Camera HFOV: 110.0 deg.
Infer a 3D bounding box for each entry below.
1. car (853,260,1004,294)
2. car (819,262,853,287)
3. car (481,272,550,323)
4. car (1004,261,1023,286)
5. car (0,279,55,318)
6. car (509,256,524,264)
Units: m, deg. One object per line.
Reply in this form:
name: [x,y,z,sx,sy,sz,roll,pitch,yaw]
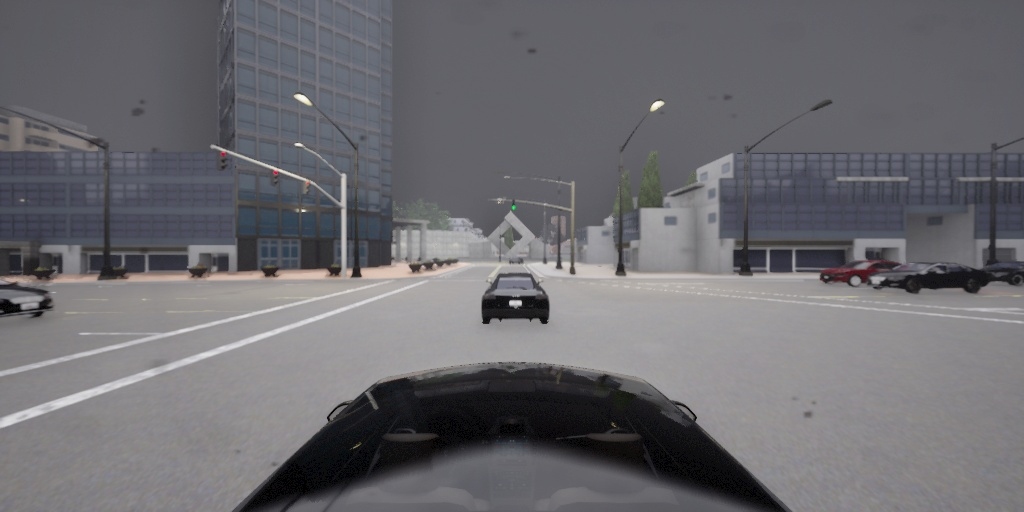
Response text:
car: [20.744,1.052,18.041,4.902,1.511,2.128,0,1,0]
car: [21.355,1.003,21.553,5.008,1.535,1.882,0,0,0]
car: [0.098,1.219,11.703,1.994,1.385,4.181,0,1,0]
car: [30.332,1.026,21.617,4.181,1.385,1.994,-1,1,0]
car: [-16.663,1.233,10.555,4.902,1.511,2.128,-1,1,0]
car: [0.774,0.710,61.800,1.994,1.385,4.181,0,1,12]
